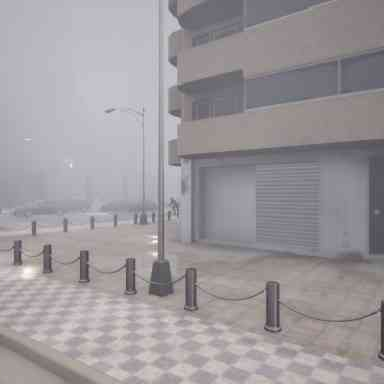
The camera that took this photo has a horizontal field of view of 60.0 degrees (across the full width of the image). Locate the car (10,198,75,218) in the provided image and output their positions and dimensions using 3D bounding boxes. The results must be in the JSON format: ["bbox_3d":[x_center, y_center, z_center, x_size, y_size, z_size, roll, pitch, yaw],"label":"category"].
[{"bbox_3d":[-13.202,1.436,29.059,2.128,1.511,4.902,0,0,36],"label":"car"}]

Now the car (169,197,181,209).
[{"bbox_3d":[-2.111,1.508,44.344,1.994,1.385,4.181,0,0,36],"label":"car"}]

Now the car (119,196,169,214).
[{"bbox_3d":[-4.867,1.470,34.246,1.812,1.442,4.674,0,0,36],"label":"car"}]

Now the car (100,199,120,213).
[{"bbox_3d":[-7.969,1.508,36.275,1.994,1.385,4.181,0,0,36],"label":"car"}]

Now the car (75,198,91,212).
[{"bbox_3d":[-13.097,1.449,35.165,1.837,1.490,4.892,0,0,36],"label":"car"}]

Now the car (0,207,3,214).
[{"bbox_3d":[-18.581,1.545,27.626,1.895,1.301,4.718,0,0,36],"label":"car"}]

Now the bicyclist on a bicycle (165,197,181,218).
[{"bbox_3d":[-1.503,1.246,26.483,1.656,1.620,0.582,0,0,36],"label":"bicyclist on a bicycle"}]

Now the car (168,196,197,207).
[{"bbox_3d":[-1.371,1.449,51.296,1.837,1.490,4.892,0,0,36],"label":"car"}]
